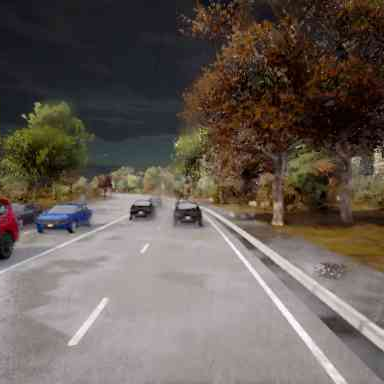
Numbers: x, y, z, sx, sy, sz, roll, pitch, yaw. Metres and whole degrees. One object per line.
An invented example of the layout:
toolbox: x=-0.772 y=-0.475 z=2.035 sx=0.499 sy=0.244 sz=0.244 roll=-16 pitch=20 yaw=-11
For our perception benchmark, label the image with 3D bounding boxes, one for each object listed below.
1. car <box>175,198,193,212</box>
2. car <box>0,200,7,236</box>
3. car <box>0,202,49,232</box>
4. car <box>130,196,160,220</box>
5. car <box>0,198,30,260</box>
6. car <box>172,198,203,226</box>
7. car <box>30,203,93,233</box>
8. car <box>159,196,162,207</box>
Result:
car: x=-0.968 y=1.404 z=37.344 sx=1.812 sy=1.442 sz=4.674 roll=0 pitch=0 yaw=-3
car: x=-10.629 y=1.310 z=15.001 sx=2.097 sy=1.767 sz=4.553 roll=0 pitch=0 yaw=-1
car: x=-10.765 y=1.445 z=20.564 sx=1.837 sy=1.490 sz=4.892 roll=0 pitch=0 yaw=-1
car: x=-3.928 y=1.391 z=27.395 sx=1.882 sy=1.535 sz=5.008 roll=0 pitch=1 yaw=-2
car: x=-7.114 y=1.196 z=9.400 sx=2.150 sy=2.045 sz=5.566 roll=0 pitch=0 yaw=0
car: x=-0.307 y=1.405 z=22.433 sx=1.882 sy=1.535 sz=5.008 roll=0 pitch=0 yaw=-2
car: x=-7.262 y=1.419 z=19.441 sx=1.882 sy=1.535 sz=5.008 roll=0 pitch=0 yaw=-1
car: x=-5.177 y=1.339 z=47.684 sx=2.128 sy=1.511 sz=4.902 roll=0 pitch=0 yaw=-5
